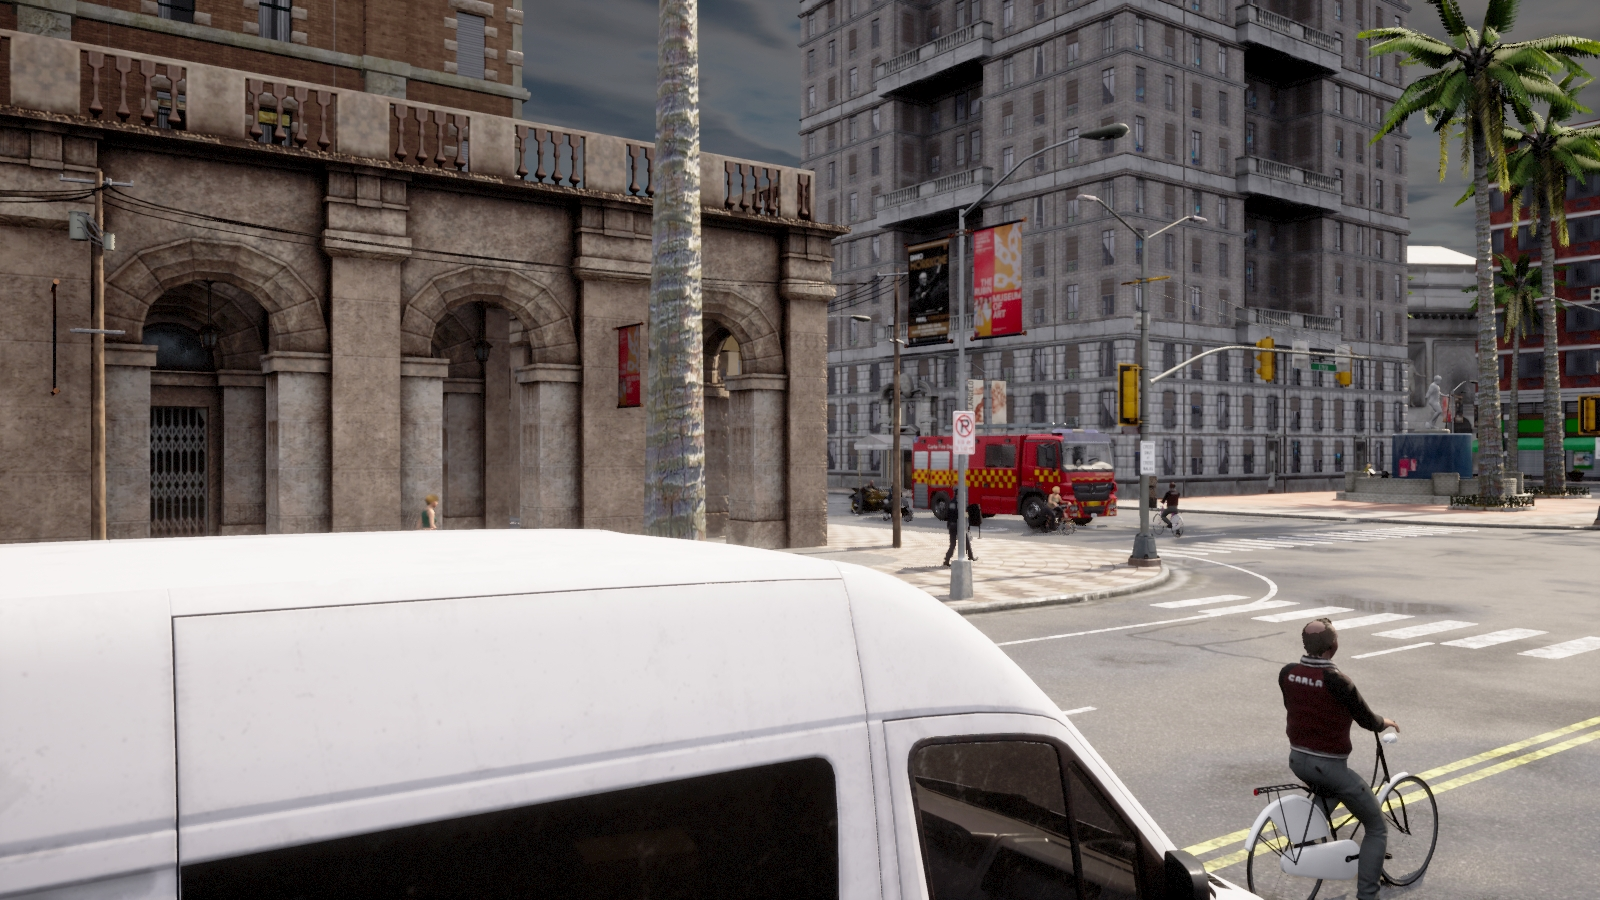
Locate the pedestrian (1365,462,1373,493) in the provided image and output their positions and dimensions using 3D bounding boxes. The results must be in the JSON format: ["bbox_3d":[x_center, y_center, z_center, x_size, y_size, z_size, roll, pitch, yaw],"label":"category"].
[{"bbox_3d":[34.894,1.696,70.113,0.375,1.860,0.375,0,0,39],"label":"pedestrian"}]

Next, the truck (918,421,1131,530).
[{"bbox_3d":[8.452,0.891,44.320,2.891,3.827,8.468,0,0,-35],"label":"truck"}]

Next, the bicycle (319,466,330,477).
[{"bbox_3d":[-49.317,2.257,118.487,0.859,1.080,1.487,0,1,-34],"label":"bicycle"}]

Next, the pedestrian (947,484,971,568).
[{"bbox_3d":[3.554,1.696,25.587,0.375,1.860,0.375,0,0,-34],"label":"pedestrian"}]

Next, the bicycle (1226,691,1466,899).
[{"bbox_3d":[3.417,2.210,7.085,1.835,1.171,0.329,0,0,-29],"label":"bicycle"}]

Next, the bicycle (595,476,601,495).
[{"bbox_3d":[-12.612,2.210,71.312,0.329,1.171,1.835,0,0,-13],"label":"bicycle"}]

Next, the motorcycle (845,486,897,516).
[{"bbox_3d":[3.065,2.205,49.742,2.209,1.251,0.867,0,0,44],"label":"motorcycle"}]

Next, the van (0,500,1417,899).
[{"bbox_3d":[-0.760,1.534,3.254,5.915,2.561,1.988,0,0,-35],"label":"van"}]

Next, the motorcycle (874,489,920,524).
[{"bbox_3d":[3.761,2.182,44.442,0.856,1.236,1.805,0,0,-35],"label":"motorcycle"}]

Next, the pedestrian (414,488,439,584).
[{"bbox_3d":[-7.386,1.698,22.595,0.375,1.860,0.375,0,0,-35],"label":"pedestrian"}]
